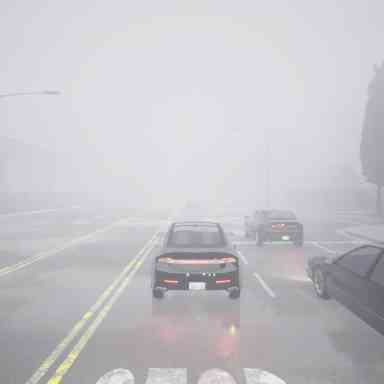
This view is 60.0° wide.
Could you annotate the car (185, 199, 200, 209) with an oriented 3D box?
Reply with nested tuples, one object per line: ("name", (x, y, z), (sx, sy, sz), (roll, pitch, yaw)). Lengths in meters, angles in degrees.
("car", (0.038, 1.601, 44.146), (1.895, 1.301, 4.718), (0, 0, 0))

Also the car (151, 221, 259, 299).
("car", (0.089, 1.492, 8.459), (2.128, 1.511, 4.902), (0, 0, 0))

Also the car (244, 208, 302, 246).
("car", (3.579, 1.505, 15.157), (1.837, 1.490, 4.892), (0, 0, 0))

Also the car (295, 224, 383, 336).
("car", (3.593, 1.547, 5.410), (2.033, 1.411, 5.357), (0, 0, 0))
